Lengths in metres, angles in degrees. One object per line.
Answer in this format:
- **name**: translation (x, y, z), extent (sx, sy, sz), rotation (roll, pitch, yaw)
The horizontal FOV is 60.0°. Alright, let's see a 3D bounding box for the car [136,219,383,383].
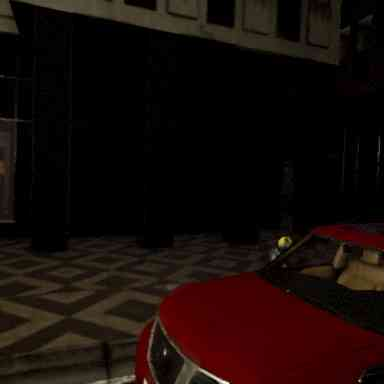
- **car**: translation (2.041, 1.255, 3.353), extent (5.009, 1.841, 2.192), rotation (1, 2, -21)
